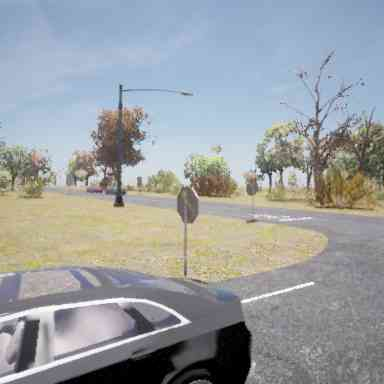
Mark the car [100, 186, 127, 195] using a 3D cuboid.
[{"bbox_3d":[-12.000,-0.225,52.165,2.033,1.411,5.357,0,2,-36],"label":"car"}]

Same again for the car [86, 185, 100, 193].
[{"bbox_3d":[-17.610,-0.517,59.946,1.994,1.385,4.181,0,2,-36],"label":"car"}]

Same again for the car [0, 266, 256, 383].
[{"bbox_3d":[-1.644,1.497,2.699,4.902,1.511,2.128,0,0,-36],"label":"car"}]
